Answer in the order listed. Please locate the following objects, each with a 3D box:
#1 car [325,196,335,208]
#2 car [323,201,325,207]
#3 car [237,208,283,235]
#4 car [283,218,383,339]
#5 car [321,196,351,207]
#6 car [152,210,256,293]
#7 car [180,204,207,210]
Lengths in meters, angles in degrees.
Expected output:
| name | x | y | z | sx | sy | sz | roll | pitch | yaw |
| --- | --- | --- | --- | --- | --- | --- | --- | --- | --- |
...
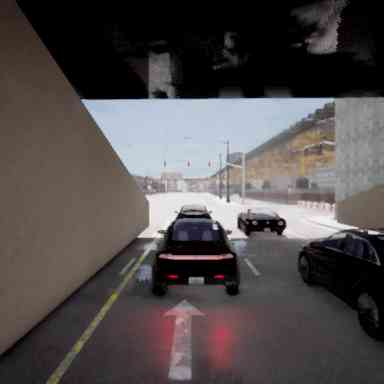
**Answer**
| name | x | y | z | sx | sy | sz | roll | pitch | yaw |
| --- | --- | --- | --- | --- | --- | --- | --- | --- | --- |
| car | 17.404 | 1.256 | 35.723 | 2.038 | 1.542 | 4.974 | 0 | 0 | -35 |
| car | 17.505 | 1.231 | 40.330 | 2.038 | 1.542 | 4.974 | 0 | 0 | 45 |
| car | 3.585 | 1.501 | 18.043 | 1.895 | 1.301 | 4.718 | 0 | 0 | 0 |
| car | 3.581 | 1.451 | 6.469 | 2.128 | 1.511 | 4.902 | 0 | 0 | 0 |
| car | 17.542 | 1.073 | 40.366 | 1.853 | 1.218 | 4.536 | 0 | 0 | 45 |
| car | 0.084 | 1.443 | 8.683 | 2.128 | 1.511 | 4.902 | 0 | 0 | 0 |
| car | 0.084 | 1.407 | 17.804 | 1.837 | 1.490 | 4.892 | 0 | 0 | 0 |
